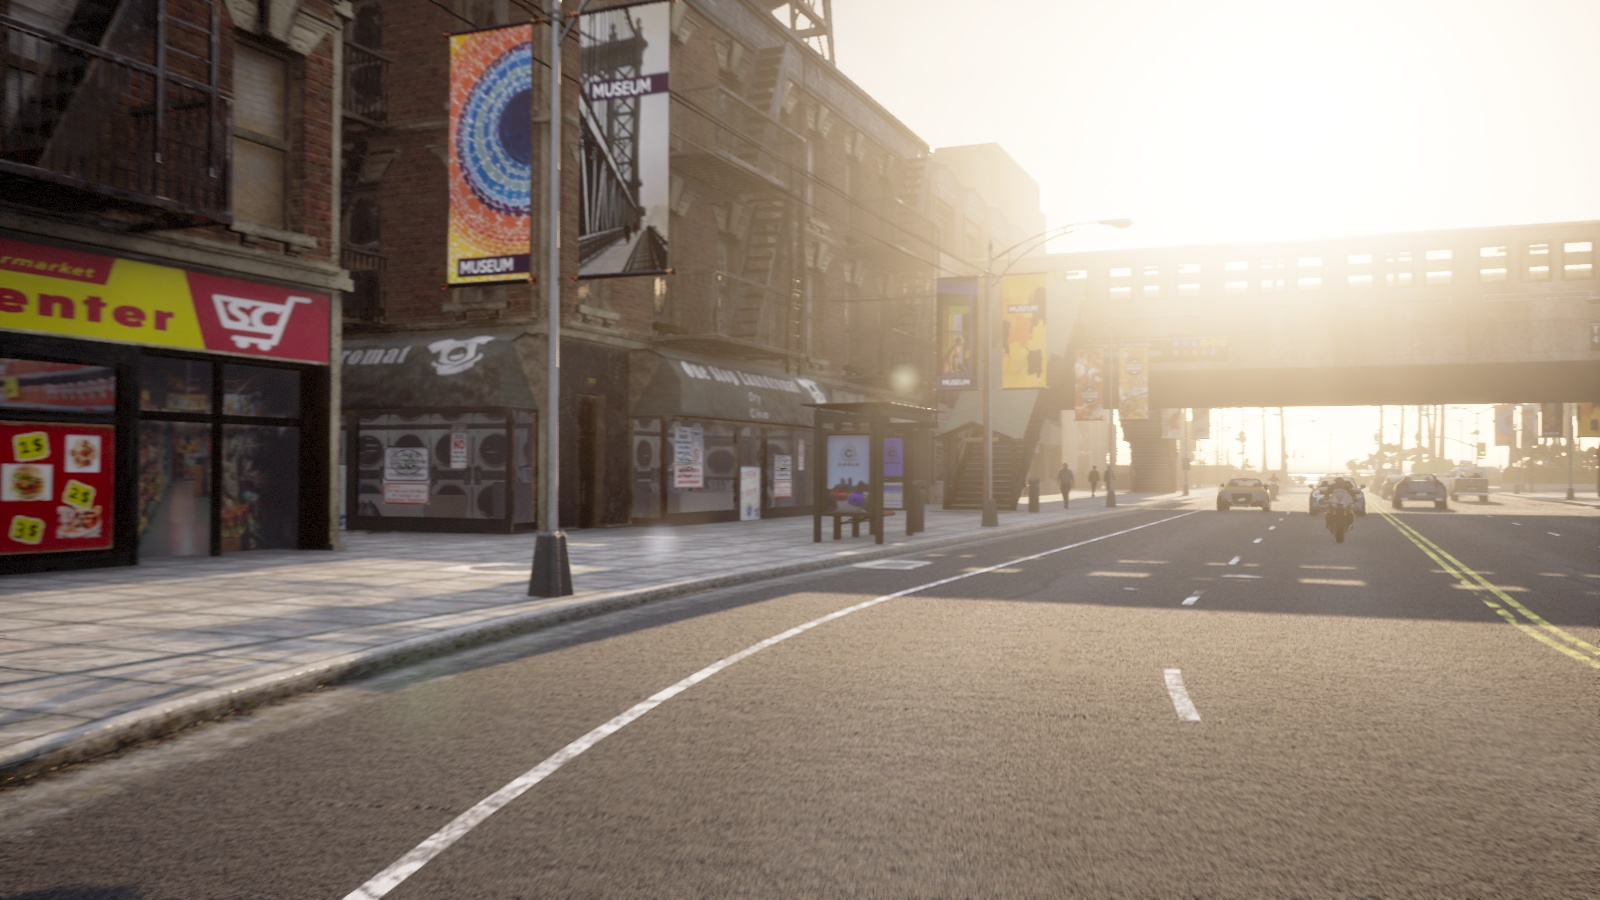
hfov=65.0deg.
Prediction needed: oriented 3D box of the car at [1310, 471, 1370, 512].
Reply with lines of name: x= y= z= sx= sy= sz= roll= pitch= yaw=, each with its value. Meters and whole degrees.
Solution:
car: x=20.108 y=1.508 z=46.818 sx=1.970 sy=1.475 sz=3.806 roll=-1 pitch=-1 yaw=23

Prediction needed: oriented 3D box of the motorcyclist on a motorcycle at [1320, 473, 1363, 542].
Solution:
motorcyclist on a motorcycle: x=12.506 y=1.300 z=29.000 sx=0.866 sy=1.530 sz=2.191 roll=-1 pitch=-1 yaw=23

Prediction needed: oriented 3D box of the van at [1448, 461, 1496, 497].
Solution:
van: x=39.122 y=1.654 z=73.192 sx=2.069 sy=2.038 sz=4.480 roll=-1 pitch=-1 yaw=23

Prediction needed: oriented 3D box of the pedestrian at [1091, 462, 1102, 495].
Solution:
pedestrian: x=16.512 y=1.597 z=69.947 sx=0.431 sy=1.840 sz=0.709 roll=-1 pitch=-1 yaw=28

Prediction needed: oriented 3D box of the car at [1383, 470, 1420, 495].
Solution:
car: x=37.801 y=2.037 z=78.996 sx=1.837 sy=1.490 sz=4.892 roll=-1 pitch=-1 yaw=23

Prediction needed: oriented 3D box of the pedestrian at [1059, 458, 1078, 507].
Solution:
pedestrian: x=10.236 y=1.245 z=47.883 sx=0.540 sy=1.848 sz=0.694 roll=-1 pitch=-1 yaw=24

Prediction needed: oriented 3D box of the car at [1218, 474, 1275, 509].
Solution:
car: x=18.582 y=1.700 z=52.157 sx=1.994 sy=1.385 sz=4.181 roll=-1 pitch=-1 yaw=23

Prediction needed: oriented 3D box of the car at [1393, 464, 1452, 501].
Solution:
car: x=28.755 y=1.486 z=58.145 sx=2.152 sy=1.651 sz=5.027 roll=-1 pitch=-1 yaw=23
